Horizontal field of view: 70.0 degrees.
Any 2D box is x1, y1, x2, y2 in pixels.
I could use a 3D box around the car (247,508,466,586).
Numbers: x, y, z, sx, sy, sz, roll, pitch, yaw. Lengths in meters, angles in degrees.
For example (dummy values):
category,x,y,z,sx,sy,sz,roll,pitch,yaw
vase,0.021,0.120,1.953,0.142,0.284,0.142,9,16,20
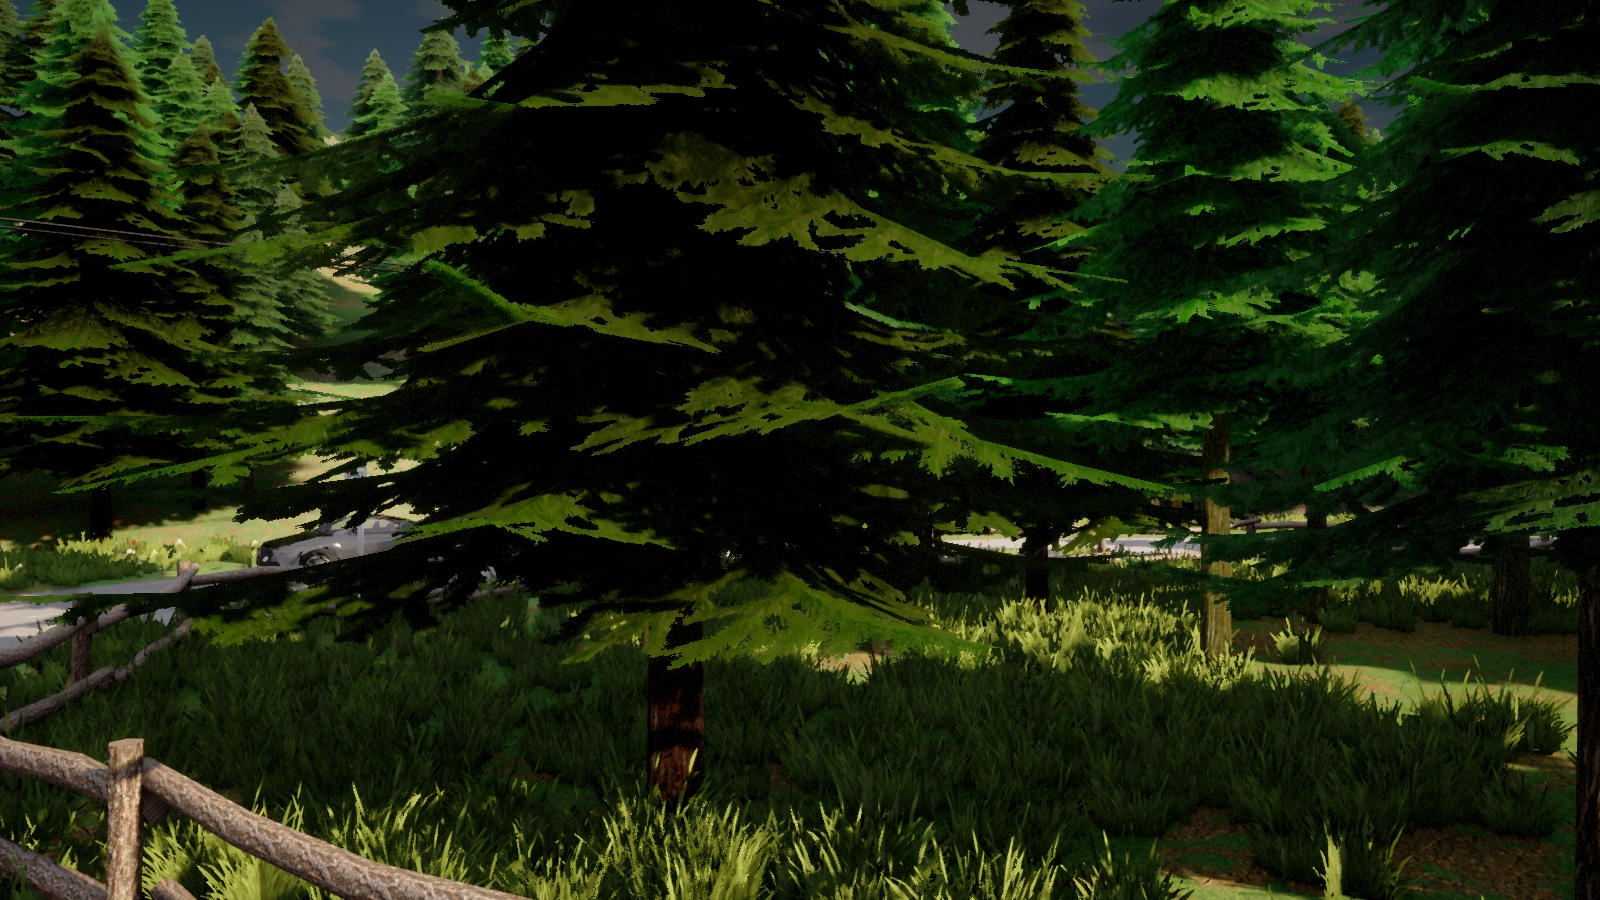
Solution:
category,x,y,z,sx,sy,sz,roll,pitch,yaw
car,-9.919,2.119,25.712,4.181,1.385,1.994,0,0,-41
